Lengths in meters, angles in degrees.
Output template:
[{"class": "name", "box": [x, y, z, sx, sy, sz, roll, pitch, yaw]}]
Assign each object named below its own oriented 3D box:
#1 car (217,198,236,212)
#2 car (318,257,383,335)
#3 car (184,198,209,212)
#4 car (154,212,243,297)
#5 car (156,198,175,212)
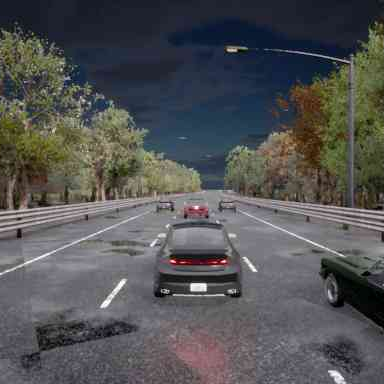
[{"class": "car", "box": [4.007, 1.479, 38.668, 2.128, 1.511, 4.902, 0, 0, 1]}, {"class": "car", "box": [3.614, 1.600, 4.996, 1.895, 1.301, 4.718, 0, 0, 0]}, {"class": "car", "box": [0.355, 1.344, 29.500, 2.097, 1.767, 4.553, 0, 0, 0]}, {"class": "car", "box": [0.133, 1.503, 8.532, 1.837, 1.490, 4.892, 0, 0, 0]}, {"class": "car", "box": [-2.998, 1.479, 38.530, 2.128, 1.511, 4.902, 0, 0, 1]}]
